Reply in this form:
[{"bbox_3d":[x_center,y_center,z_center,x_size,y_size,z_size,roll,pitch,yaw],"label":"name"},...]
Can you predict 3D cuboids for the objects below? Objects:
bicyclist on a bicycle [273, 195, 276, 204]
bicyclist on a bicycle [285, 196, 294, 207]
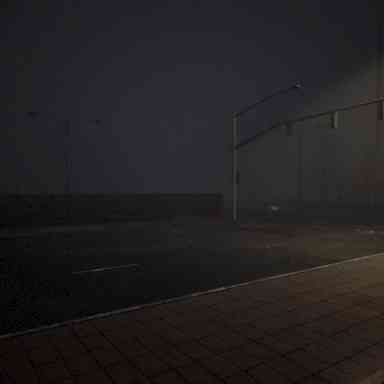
[{"bbox_3d":[13.416,1.300,54.020,0.582,1.620,1.656,0,0,22],"label":"bicyclist on a bicycle"},{"bbox_3d":[14.380,1.453,49.105,1.656,1.620,0.582,0,0,-22],"label":"bicyclist on a bicycle"}]
